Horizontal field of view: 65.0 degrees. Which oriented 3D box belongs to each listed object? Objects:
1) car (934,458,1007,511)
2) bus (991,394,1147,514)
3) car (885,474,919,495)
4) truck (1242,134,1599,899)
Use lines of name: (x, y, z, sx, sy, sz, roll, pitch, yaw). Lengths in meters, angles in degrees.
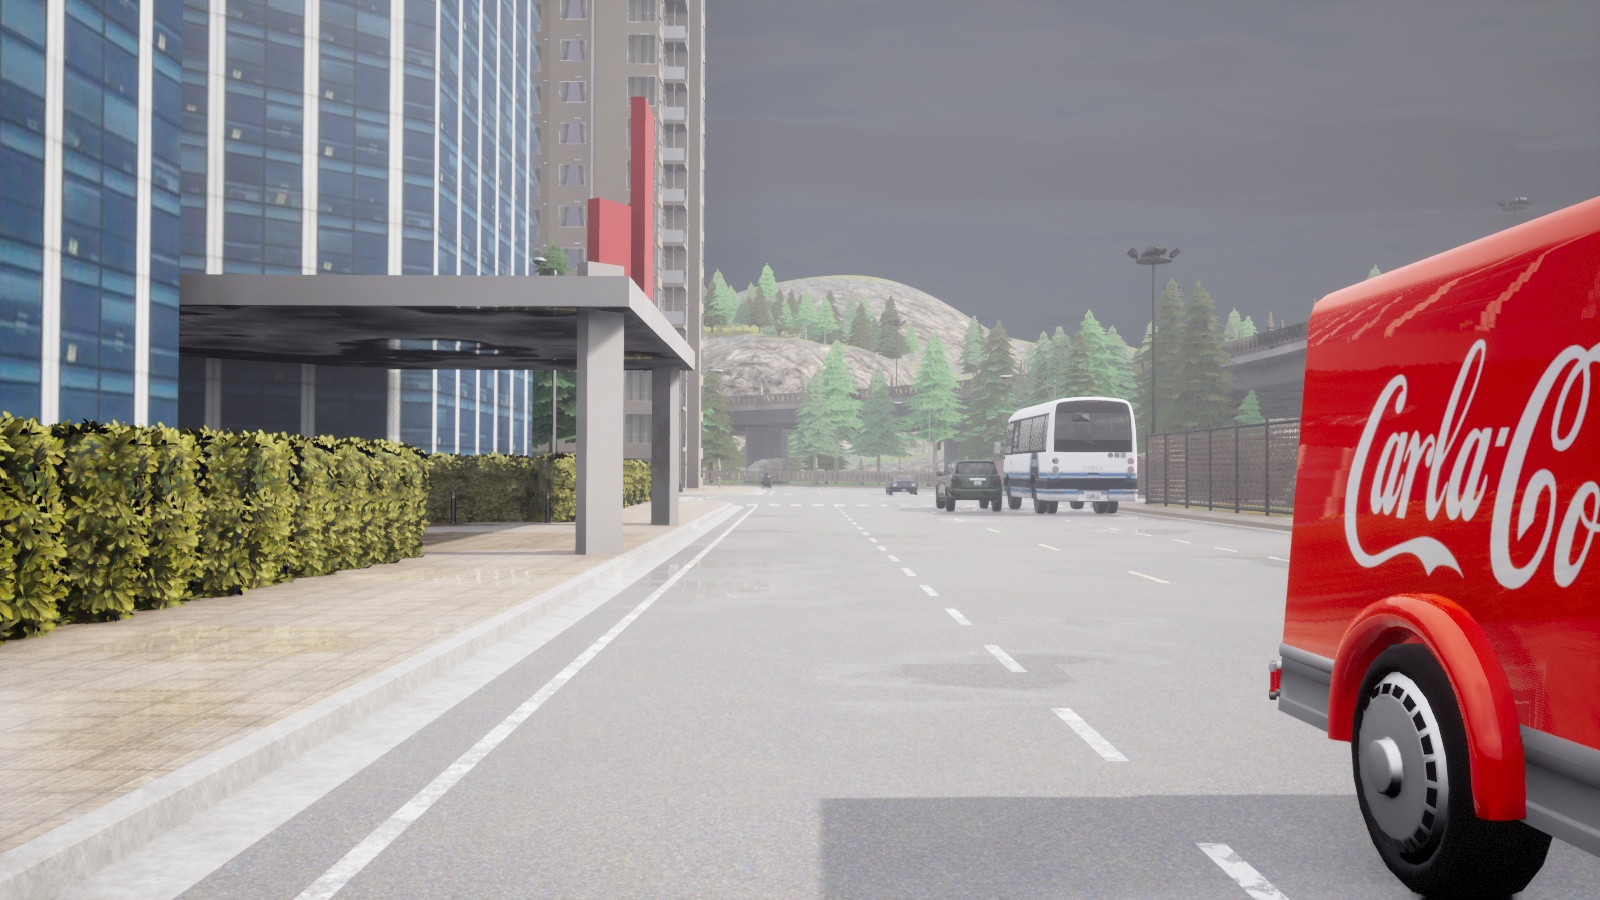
car: (6.864, 1.364, 51.171, 2.150, 2.045, 5.566, 0, -1, 0)
bus: (10.362, 0.232, 49.859, 3.944, 4.253, 10.273, 0, -1, 0)
car: (6.776, 2.295, 84.002, 1.895, 1.301, 4.718, 0, -1, 0)
truck: (3.488, 0.373, 3.519, 2.627, 2.467, 5.204, 0, -1, 0)
